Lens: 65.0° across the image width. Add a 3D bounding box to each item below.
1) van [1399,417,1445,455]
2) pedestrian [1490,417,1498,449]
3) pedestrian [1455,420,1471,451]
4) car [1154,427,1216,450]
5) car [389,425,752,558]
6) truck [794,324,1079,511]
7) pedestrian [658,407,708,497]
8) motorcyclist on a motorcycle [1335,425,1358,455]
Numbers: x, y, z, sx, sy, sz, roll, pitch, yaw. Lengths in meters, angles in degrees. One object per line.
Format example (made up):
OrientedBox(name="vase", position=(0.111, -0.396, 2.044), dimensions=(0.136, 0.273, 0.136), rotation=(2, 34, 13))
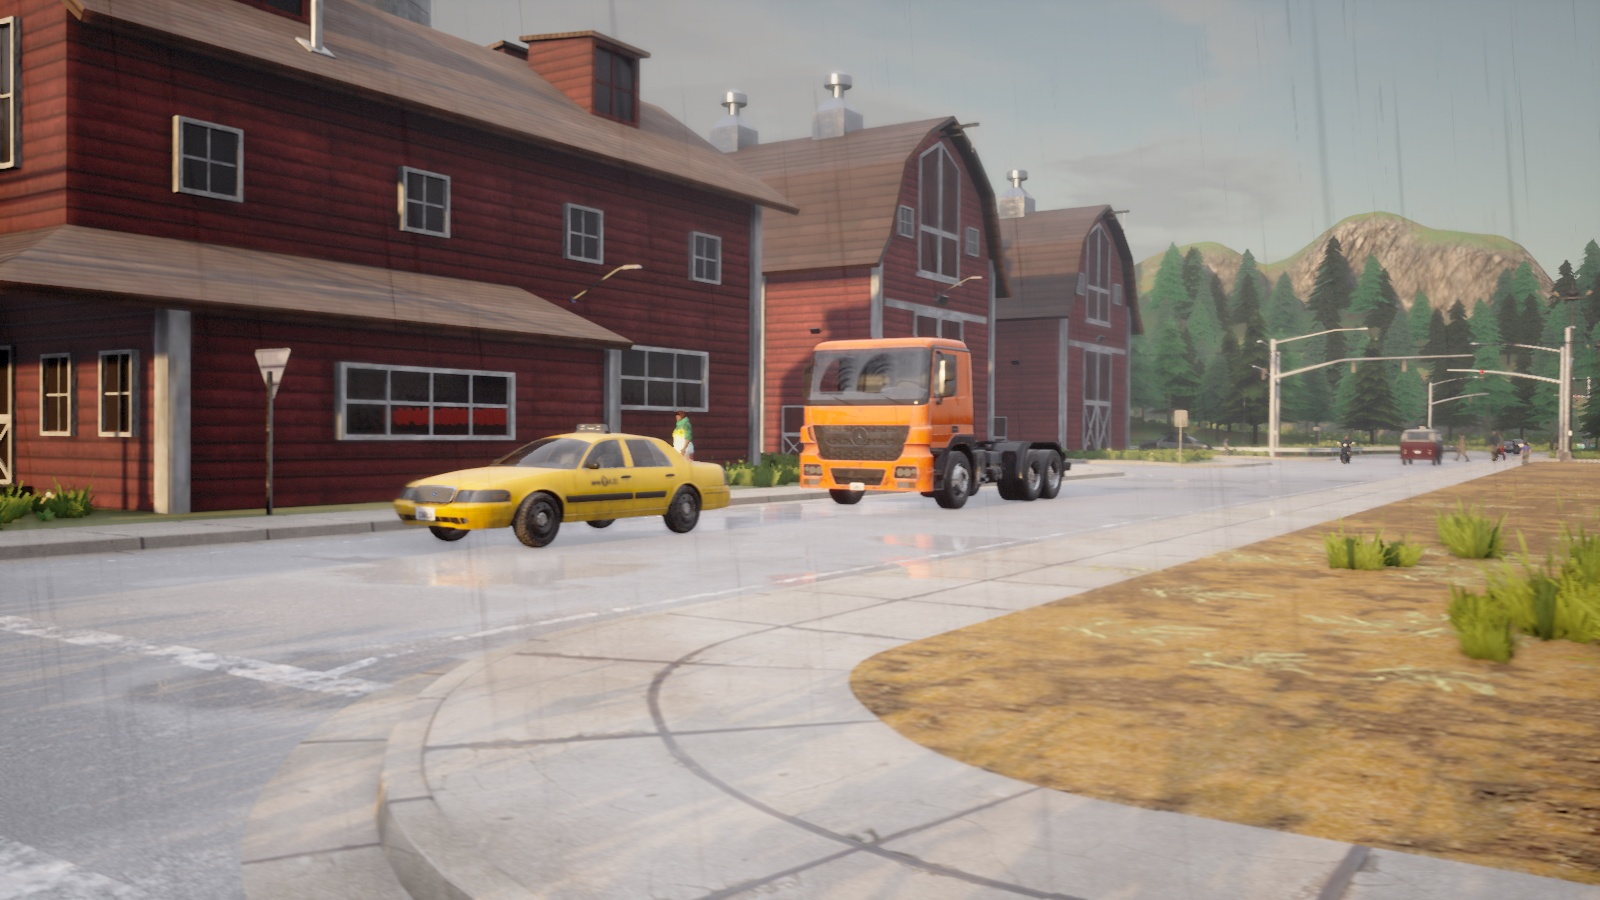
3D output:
OrientedBox(name="van", position=(34.171, -0.780, 68.894), dimensions=(1.775, 1.987, 4.442), rotation=(0, 1, 33))
OrientedBox(name="pedestrian", position=(40.600, -0.992, 73.447), dimensions=(0.402, 1.842, 0.726), rotation=(0, 1, 29))
OrientedBox(name="pedestrian", position=(41.889, -0.941, 79.346), dimensions=(0.873, 1.952, 0.659), rotation=(0, 1, 30))
OrientedBox(name="car", position=(28.553, -0.853, 93.100), dimensions=(3.988, 1.617, 1.851), rotation=(0, 1, 34))
OrientedBox(name="car", position=(-2.965, 0.451, 17.606), dimensions=(1.801, 1.575, 5.366), rotation=(0, 1, 33))
OrientedBox(name="truck", position=(3.253, -0.659, 27.281), dimensions=(2.891, 3.462, 7.936), rotation=(0, 1, 33))
OrientedBox(name="pedestrian", position=(-2.610, 0.038, 27.964), dimensions=(0.873, 1.952, 0.659), rotation=(-1, 1, -31))
OrientedBox(name="motorcyclist on a motorcycle", position=(29.942, -0.545, 68.788), dimensions=(0.866, 1.590, 1.817), rotation=(0, 2, 33))
